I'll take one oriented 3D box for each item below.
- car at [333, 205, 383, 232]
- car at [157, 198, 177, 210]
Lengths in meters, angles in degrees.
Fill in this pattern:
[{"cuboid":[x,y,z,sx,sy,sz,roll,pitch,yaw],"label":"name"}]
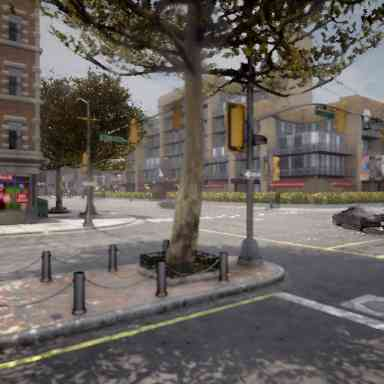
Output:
[{"cuboid":[10.312,1.544,20.246,1.812,1.442,4.674,0,0,-1],"label":"car"},{"cuboid":[-2.640,1.569,44.507,2.033,1.411,5.357,0,0,-36],"label":"car"}]
